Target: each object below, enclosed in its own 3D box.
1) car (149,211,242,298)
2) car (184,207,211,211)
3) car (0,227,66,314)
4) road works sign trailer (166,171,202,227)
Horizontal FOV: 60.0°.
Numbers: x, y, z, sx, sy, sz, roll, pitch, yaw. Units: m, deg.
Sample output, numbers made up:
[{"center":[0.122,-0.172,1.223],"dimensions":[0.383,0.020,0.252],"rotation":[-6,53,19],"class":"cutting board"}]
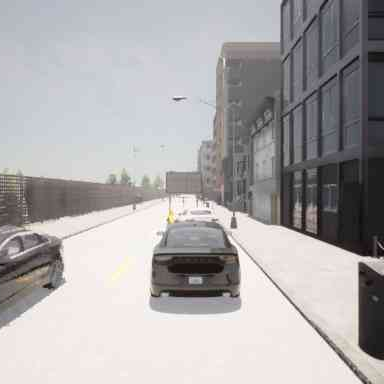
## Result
[{"center":[0.066,1.477,8.596],"dimensions":[1.882,1.535,5.008],"rotation":[0,0,0],"class":"car"},{"center":[0.283,1.541,17.953],"dimensions":[1.812,1.442,4.674],"rotation":[0,-1,-7],"class":"car"},{"center":[-4.023,1.491,6.305],"dimensions":[2.128,1.511,4.902],"rotation":[0,0,0],"class":"car"},{"center":[-0.567,0.463,21.462],"dimensions":[2.380,3.560,2.880],"rotation":[0,0,-16],"class":"road works sign trailer"}]
